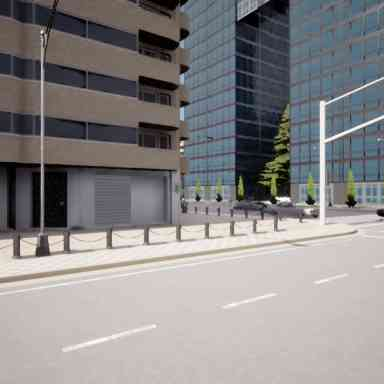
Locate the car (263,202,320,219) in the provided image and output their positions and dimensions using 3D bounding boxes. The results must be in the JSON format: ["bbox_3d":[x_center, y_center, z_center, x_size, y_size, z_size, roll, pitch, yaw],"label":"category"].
[{"bbox_3d":[8.736,1.545,28.384,1.895,1.301,4.718,0,0,-36],"label":"car"}]

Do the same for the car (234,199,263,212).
[{"bbox_3d":[6.683,1.508,37.224,1.994,1.385,4.181,0,0,-35],"label":"car"}]

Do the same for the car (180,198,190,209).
[{"bbox_3d":[-2.206,1.450,43.762,1.837,1.490,4.892,0,0,-35],"label":"car"}]

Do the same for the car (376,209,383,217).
[{"bbox_3d":[16.531,1.565,24.699,4.718,1.301,1.895,0,0,44],"label":"car"}]
